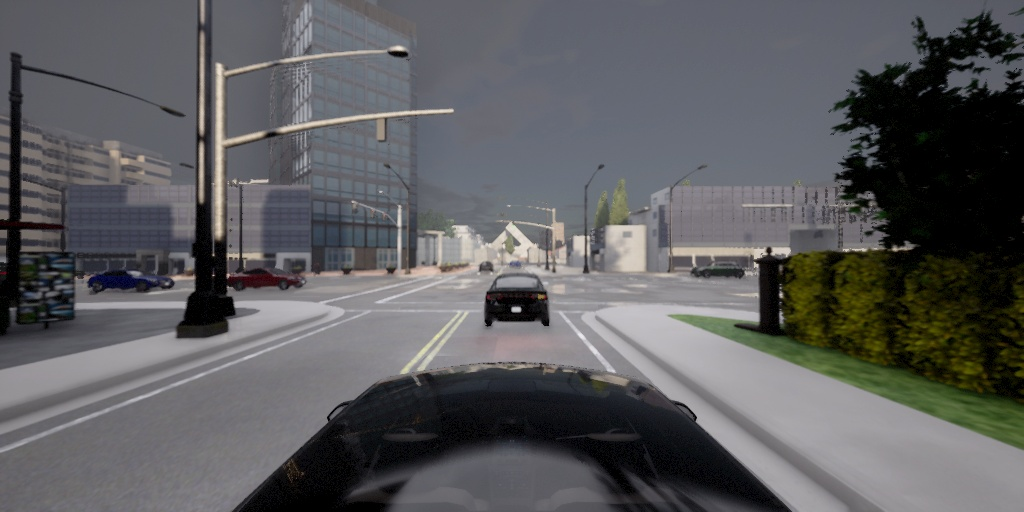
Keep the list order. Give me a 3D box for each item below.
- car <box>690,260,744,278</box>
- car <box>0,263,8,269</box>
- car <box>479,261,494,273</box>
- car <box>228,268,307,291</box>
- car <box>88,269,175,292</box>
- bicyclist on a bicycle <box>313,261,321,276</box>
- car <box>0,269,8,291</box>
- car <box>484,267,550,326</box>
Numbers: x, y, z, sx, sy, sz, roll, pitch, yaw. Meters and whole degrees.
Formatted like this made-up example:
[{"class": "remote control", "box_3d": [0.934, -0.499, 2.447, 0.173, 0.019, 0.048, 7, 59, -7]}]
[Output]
[{"class": "car", "box_3d": [19.855, 1.229, 34.895, 4.553, 1.767, 2.097, 0, 0, 0]}, {"class": "car", "box_3d": [-45.132, 1.619, 30.845, 5.566, 2.045, 2.150, -1, 0, 0]}, {"class": "car", "box_3d": [-3.567, 1.477, 50.147, 1.882, 1.535, 5.008, 0, 0, 0]}, {"class": "car", "box_3d": [-16.253, 1.496, 23.917, 4.674, 1.442, 1.812, -1, 0, -1]}, {"class": "car", "box_3d": [-25.255, 1.599, 23.842, 4.674, 1.442, 1.812, -1, 0, 0]}, {"class": "bicyclist on a bicycle", "box_3d": [-21.975, 1.415, 40.359, 0.582, 1.620, 1.656, -1, 0, 0]}, {"class": "car", "box_3d": [-36.080, 1.793, 23.782, 4.181, 1.385, 1.994, -1, 0, 0]}, {"class": "car", "box_3d": [0.219, 1.281, 11.961, 1.882, 1.535, 5.008, 0, 0, 2]}]
